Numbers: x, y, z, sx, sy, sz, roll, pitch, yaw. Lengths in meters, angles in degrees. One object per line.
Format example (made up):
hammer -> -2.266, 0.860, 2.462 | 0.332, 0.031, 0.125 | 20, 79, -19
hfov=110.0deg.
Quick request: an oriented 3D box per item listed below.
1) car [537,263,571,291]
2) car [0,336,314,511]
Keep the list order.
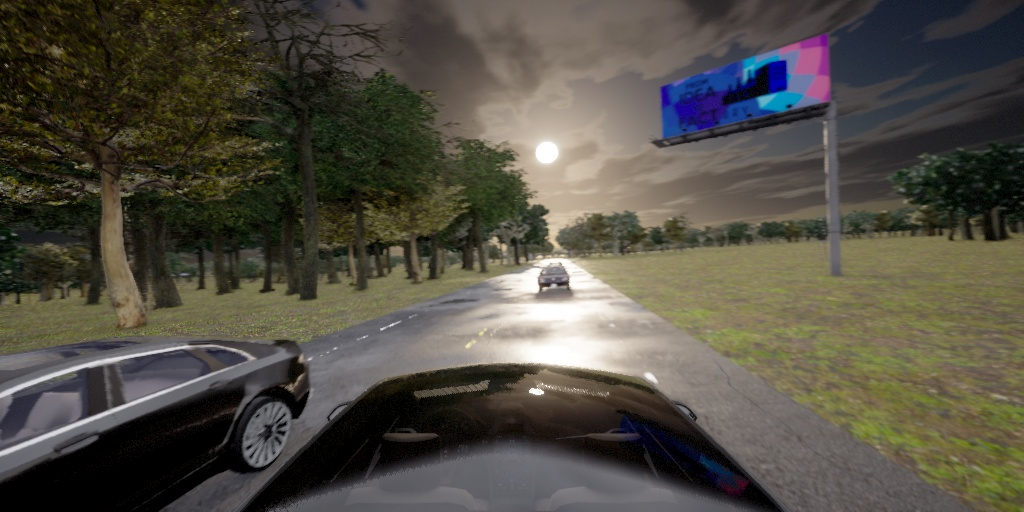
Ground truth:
car -> 2.575, 1.317, 21.771 | 1.895, 1.301, 4.718 | -4, 0, 8
car -> -3.608, 1.479, 2.431 | 2.128, 1.511, 4.902 | -4, 0, 8
